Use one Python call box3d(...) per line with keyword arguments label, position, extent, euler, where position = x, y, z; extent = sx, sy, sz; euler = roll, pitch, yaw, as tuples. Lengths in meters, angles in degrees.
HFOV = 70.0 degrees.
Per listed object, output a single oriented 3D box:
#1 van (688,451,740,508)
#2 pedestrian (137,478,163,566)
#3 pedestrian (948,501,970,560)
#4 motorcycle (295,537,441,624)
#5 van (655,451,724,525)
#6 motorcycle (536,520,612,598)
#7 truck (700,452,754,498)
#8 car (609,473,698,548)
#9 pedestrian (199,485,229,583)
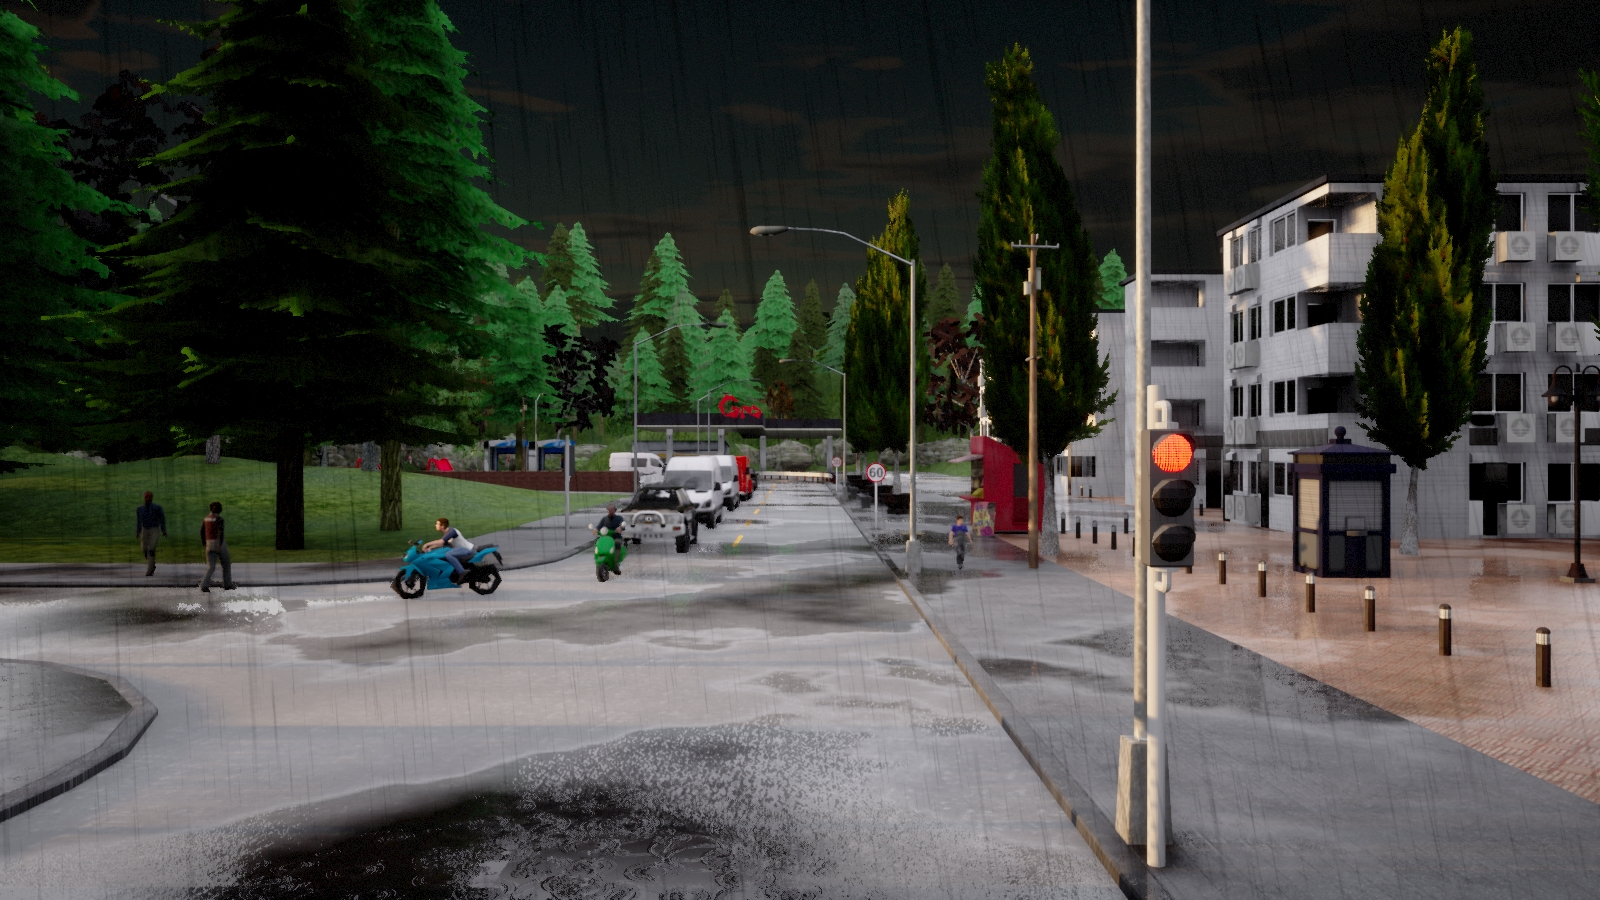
box3d(label="van", position=(-4.005, 1.306, 53.996), extent=(1.988, 2.561, 5.915), euler=(0, 0, 0))
box3d(label="pedestrian", position=(-13.819, 1.520, 24.288), extent=(0.375, 1.860, 0.375), euler=(0, 0, -12))
box3d(label="pedestrian", position=(3.585, 1.800, 25.746), extent=(0.375, 1.300, 0.375), euler=(0, 0, -13))
box3d(label="motorcycle", position=(-6.680, 1.990, 17.687), extent=(2.033, 1.145, 0.803), euler=(0, 0, -28))
box3d(label="van", position=(-4.013, 1.307, 42.474), extent=(1.988, 2.561, 5.915), euler=(0, 0, 0))
box3d(label="motorcycle", position=(-4.083, 1.958, 20.797), extent=(0.856, 1.236, 1.805), euler=(-1, 0, 5))
box3d(label="truck", position=(-3.990, 1.337, 63.425), extent=(2.627, 2.467, 5.204), euler=(0, 0, 0))
box3d(label="car", position=(-4.060, 1.638, 32.296), extent=(1.932, 1.855, 4.605), euler=(0, 0, 0))
box3d(label="pedestrian", position=(-11.360, 1.625, 22.164), extent=(0.375, 1.860, 0.375), euler=(0, 0, 9))
